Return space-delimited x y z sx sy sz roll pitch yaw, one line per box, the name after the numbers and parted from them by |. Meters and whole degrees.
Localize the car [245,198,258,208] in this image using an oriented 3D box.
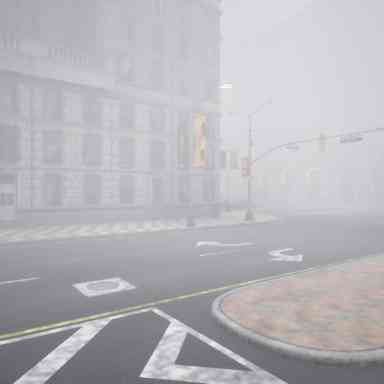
7.080 1.564 46.199 1.994 1.385 4.181 0 0 -36 | car

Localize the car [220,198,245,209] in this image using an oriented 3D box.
4.065 1.547 44.383 2.033 1.411 5.357 0 0 -36 | car
